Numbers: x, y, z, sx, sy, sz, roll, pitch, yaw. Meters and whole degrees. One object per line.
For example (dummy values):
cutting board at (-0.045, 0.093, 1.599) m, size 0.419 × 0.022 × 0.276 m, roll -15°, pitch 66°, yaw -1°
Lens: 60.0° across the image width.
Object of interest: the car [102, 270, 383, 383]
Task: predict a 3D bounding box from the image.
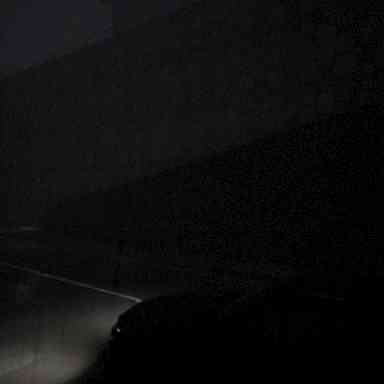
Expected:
car at (1.197, 1.522, 3.133) m, size 4.674 × 1.442 × 1.812 m, roll 0°, pitch 0°, yaw 35°
